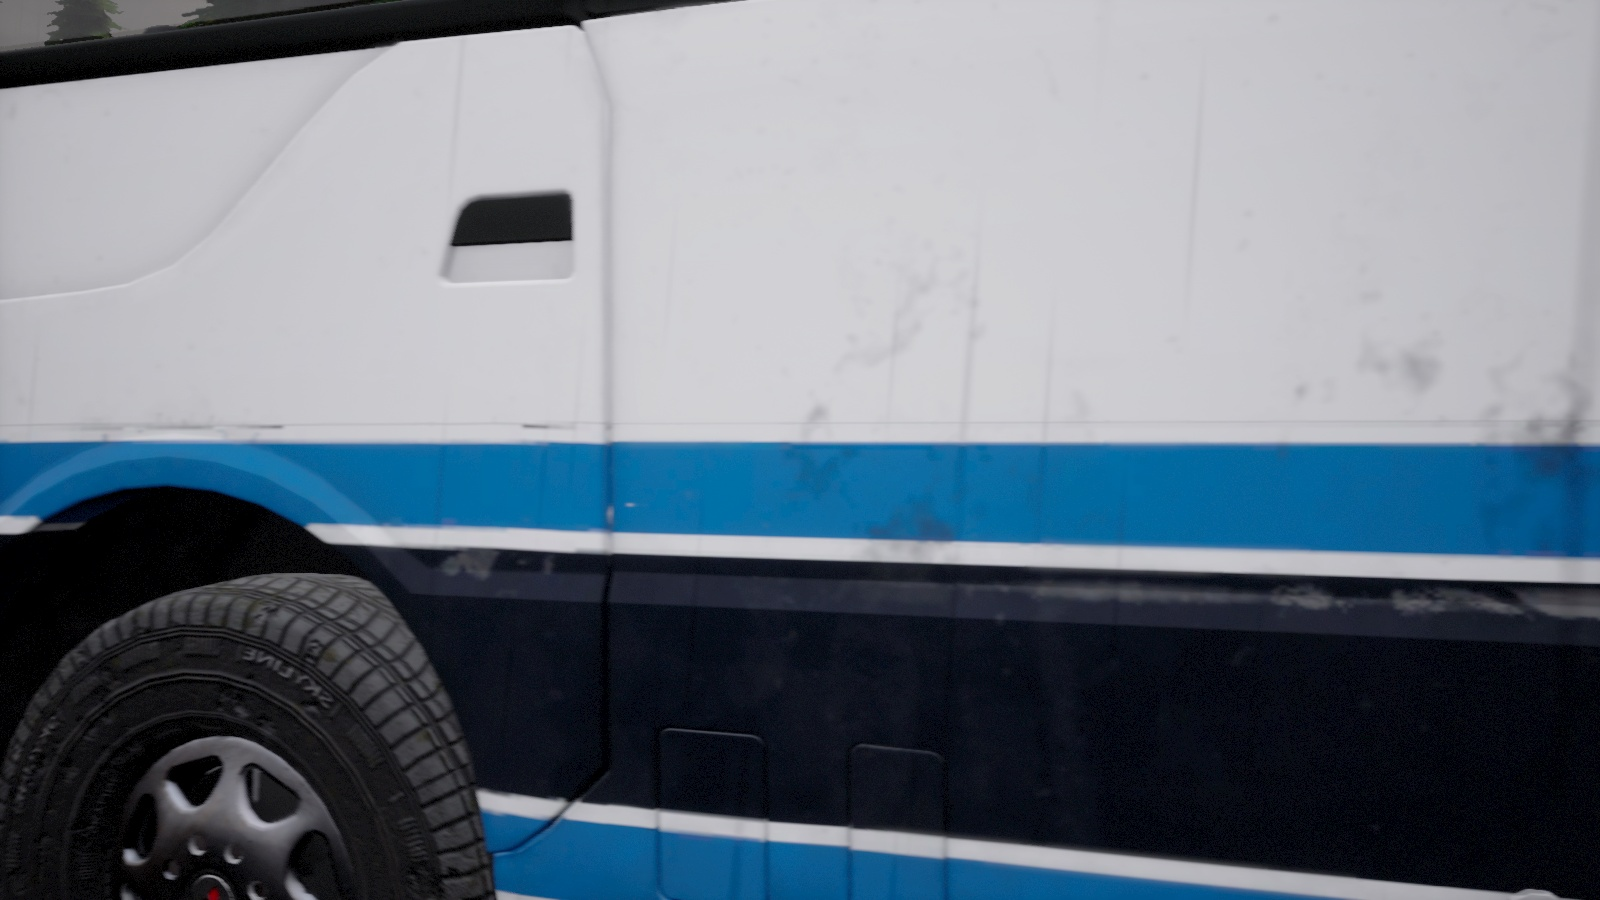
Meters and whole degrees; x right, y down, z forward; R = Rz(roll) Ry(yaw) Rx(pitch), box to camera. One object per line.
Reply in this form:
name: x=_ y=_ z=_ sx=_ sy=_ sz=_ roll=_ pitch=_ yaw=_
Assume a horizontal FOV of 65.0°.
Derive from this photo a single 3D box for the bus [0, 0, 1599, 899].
bus: x=2.070 y=-0.591 z=3.039 sx=10.273 sy=4.253 sz=3.944 roll=1 pitch=1 yaw=18
